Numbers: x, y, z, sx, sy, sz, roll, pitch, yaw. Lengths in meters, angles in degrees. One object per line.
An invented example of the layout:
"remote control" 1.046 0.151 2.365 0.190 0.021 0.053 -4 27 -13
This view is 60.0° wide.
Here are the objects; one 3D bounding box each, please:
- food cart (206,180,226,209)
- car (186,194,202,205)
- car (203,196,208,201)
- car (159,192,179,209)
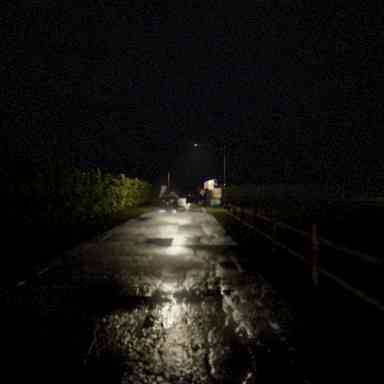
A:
"food cart" 3.137 0.239 43.858 2.280 3.560 4.660 1 1 0
"car" -0.016 1.219 51.931 2.128 1.511 4.902 0 0 0
"car" 1.275 1.120 67.863 1.882 1.535 5.008 0 0 37
"car" -2.855 1.006 41.801 2.150 2.045 5.566 0 0 0
